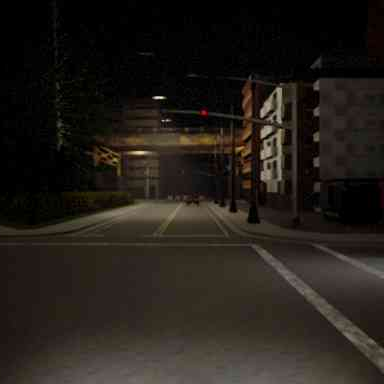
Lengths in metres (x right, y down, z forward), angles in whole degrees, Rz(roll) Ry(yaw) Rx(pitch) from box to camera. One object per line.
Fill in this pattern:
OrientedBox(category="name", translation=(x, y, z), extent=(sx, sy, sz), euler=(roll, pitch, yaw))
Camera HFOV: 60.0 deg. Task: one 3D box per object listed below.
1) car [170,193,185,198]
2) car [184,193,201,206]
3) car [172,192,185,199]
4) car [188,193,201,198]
OrientedBox(category="car", translation=(-3.572, 0.877, 83.195), extent=(1.853, 1.218, 4.536), euler=(0, 0, 25))
OrientedBox(category="car", translation=(0.130, 1.235, 49.653), extent=(1.837, 1.490, 4.892), euler=(0, 0, 0))
OrientedBox(category="car", translation=(-3.593, 1.035, 83.149), extent=(2.038, 1.542, 4.974), euler=(0, 0, 25))
OrientedBox(category="car", translation=(0.548, 0.862, 82.886), extent=(1.853, 1.218, 4.536), euler=(0, 0, -20))
